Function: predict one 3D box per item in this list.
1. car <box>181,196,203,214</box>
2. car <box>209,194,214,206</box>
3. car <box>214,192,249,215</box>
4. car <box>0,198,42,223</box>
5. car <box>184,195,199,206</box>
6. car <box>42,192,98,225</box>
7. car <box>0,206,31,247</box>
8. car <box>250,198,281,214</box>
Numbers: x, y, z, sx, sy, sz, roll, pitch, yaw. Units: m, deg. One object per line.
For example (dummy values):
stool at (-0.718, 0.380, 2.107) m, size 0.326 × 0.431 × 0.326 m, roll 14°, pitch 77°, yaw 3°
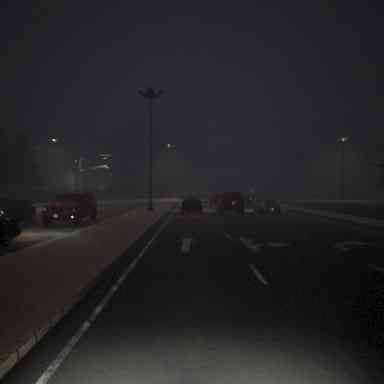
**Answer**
car at (-0.013, 1.225, 31.153) m, size 1.882 × 1.535 × 5.008 m, roll 0°, pitch 1°, yaw 0°
car at (3.468, 0.979, 45.975) m, size 2.097 × 1.767 × 4.553 m, roll 0°, pitch 0°, yaw 0°
car at (3.483, 0.975, 30.576) m, size 2.150 × 2.045 × 5.566 m, roll 0°, pitch 1°, yaw 0°
car at (-11.560, 1.186, 20.618) m, size 2.097 × 1.767 × 4.553 m, roll 0°, pitch 0°, yaw 0°
car at (-0.033, 1.193, 45.814) m, size 1.994 × 1.385 × 4.181 m, roll 0°, pitch 1°, yaw 0°
car at (-8.053, 1.040, 22.447) m, size 2.150 × 2.045 × 5.566 m, roll 0°, pitch 0°, yaw 1°
car at (-8.100, 1.453, 11.743) m, size 2.033 × 1.411 × 5.357 m, roll 0°, pitch 0°, yaw 0°
car at (6.983, 1.273, 31.177) m, size 1.812 × 1.442 × 4.674 m, roll 0°, pitch 0°, yaw 0°
